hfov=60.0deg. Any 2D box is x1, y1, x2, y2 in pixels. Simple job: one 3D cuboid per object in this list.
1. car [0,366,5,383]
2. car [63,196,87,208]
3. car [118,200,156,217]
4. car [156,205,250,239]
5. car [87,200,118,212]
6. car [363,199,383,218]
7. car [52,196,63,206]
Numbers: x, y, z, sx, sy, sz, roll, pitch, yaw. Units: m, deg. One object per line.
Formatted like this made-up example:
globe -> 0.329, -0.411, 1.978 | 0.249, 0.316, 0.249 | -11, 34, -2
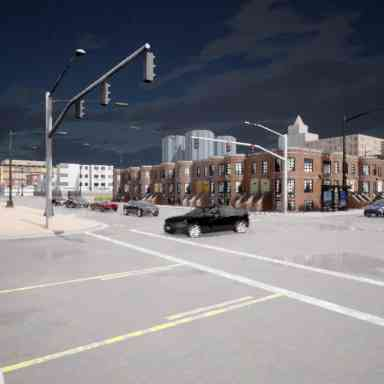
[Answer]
car -> -3.770, 1.221, 1.079 | 5.566, 2.045, 2.150 | 0, 0, -35
car -> -16.264, 1.352, 47.154 | 2.097, 1.767, 4.553 | 0, 0, -36
car -> -4.847, 1.505, 31.338 | 1.837, 1.490, 4.892 | 0, 0, -36
car -> 0.873, 1.477, 17.550 | 5.008, 1.535, 1.882 | 0, 0, -36
car -> -10.315, 1.601, 38.907 | 1.895, 1.301, 4.718 | 0, 0, -36
car -> 17.003, 1.352, 29.124 | 4.553, 1.767, 2.097 | 0, 0, -36
car -> -22.288, 1.492, 55.565 | 2.128, 1.511, 4.902 | 0, 0, -35
